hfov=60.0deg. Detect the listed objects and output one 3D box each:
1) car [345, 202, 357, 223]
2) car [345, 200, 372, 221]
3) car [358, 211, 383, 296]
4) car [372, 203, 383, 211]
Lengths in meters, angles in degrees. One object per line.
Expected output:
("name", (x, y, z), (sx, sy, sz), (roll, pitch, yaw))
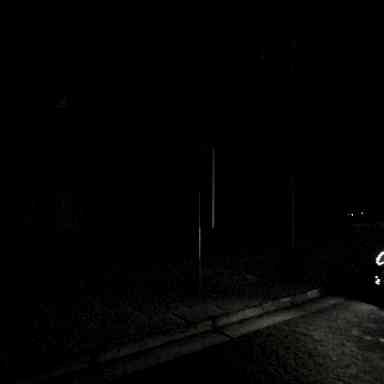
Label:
("car", (9.307, 1.540, 24.354), (1.947, 1.339, 4.313), (0, 0, -35))
("car", (10.845, 1.209, 26.575), (2.150, 2.045, 5.566), (0, 0, -35))
("car", (5.922, 1.352, 7.296), (4.553, 1.767, 2.097), (0, 0, -36))
("car", (15.844, 1.581, 29.012), (1.947, 1.339, 4.313), (0, 0, -35))
